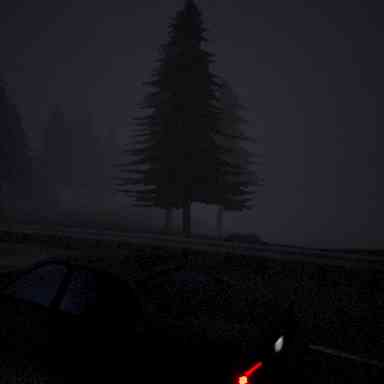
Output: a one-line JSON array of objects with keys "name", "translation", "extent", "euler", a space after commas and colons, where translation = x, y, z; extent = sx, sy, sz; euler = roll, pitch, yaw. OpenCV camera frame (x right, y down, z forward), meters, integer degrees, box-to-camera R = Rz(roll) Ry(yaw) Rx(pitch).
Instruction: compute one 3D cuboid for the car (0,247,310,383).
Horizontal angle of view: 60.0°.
[{"name": "car", "translation": [-1.268, 1.529, 4.593], "extent": [5.357, 1.411, 2.033], "euler": [0, 0, 32]}]
